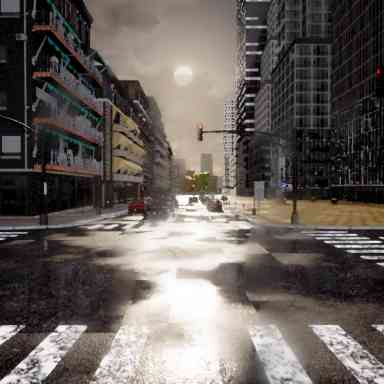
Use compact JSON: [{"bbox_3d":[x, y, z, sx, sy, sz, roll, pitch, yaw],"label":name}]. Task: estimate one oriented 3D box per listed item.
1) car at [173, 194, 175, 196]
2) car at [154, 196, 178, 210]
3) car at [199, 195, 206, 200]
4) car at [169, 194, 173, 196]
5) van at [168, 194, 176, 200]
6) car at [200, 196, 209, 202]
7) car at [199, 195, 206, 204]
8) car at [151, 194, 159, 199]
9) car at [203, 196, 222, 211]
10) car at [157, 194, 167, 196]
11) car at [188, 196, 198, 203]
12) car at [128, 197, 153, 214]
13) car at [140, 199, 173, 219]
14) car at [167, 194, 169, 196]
[{"bbox_3d":[-5.512,1.322,86.141,2.192,1.841,5.009,-1,0,0],"label":"car"},{"bbox_3d":[-3.008,1.501,38.983,1.837,1.490,4.892,0,0,0],"label":"car"},{"bbox_3d":[2.852,1.535,91.999,1.752,1.417,4.829,-1,0,0],"label":"car"},{"bbox_3d":[-5.546,1.584,69.194,1.802,1.307,4.206,-1,0,0],"label":"car"},{"bbox_3d":[-5.498,1.350,91.789,1.690,1.788,3.998,-1,0,0],"label":"van"},{"bbox_3d":[2.814,1.548,74.882,1.887,1.381,4.507,-1,0,0],"label":"car"},{"bbox_3d":[2.788,1.551,63.584,2.008,1.369,4.403,-1,0,0],"label":"car"},{"bbox_3d":[-5.611,1.436,40.949,1.967,1.590,4.097,-1,0,0],"label":"car"},{"bbox_3d":[2.737,1.540,40.988,1.887,1.381,4.507,-1,0,0],"label":"car"},{"bbox_3d":[-5.588,1.312,52.248,2.192,1.841,5.009,-1,0,0],"label":"car"},{"bbox_3d":[0.257,1.566,69.770,1.994,1.385,4.181,0,0,0],"label":"car"},{"bbox_3d":[-5.622,1.540,35.301,1.887,1.381,4.507,-1,0,0],"label":"car"},{"bbox_3d":[-3.035,1.560,29.073,1.994,1.385,4.181,0,0,0],"label":"car"},{"bbox_3d":[-5.573,1.439,57.896,1.967,1.590,4.097,-1,0,0],"label":"car"}]
